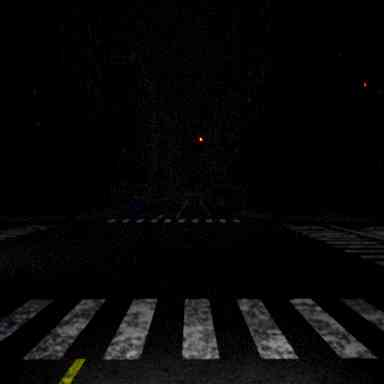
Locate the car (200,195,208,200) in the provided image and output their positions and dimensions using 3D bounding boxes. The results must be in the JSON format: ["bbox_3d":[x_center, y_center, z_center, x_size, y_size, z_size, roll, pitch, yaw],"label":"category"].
[{"bbox_3d":[3.206,1.525,90.180,1.947,1.339,4.313,0,0,0],"label":"car"}]

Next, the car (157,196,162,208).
[{"bbox_3d":[-5.593,1.552,44.873,1.947,1.339,4.313,0,0,0],"label":"car"}]

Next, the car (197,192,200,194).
[{"bbox_3d":[0.440,1.356,73.900,1.994,1.385,4.181,0,0,0],"label":"car"}]

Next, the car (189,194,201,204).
[{"bbox_3d":[0.381,1.542,63.862,1.994,1.385,4.181,0,0,0],"label":"car"}]

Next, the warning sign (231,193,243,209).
[{"bbox_3d":[5.301,1.103,39.467,1.300,1.860,1.060,0,0,0],"label":"warning sign"}]

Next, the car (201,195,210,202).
[{"bbox_3d":[3.137,1.408,78.841,1.967,1.590,4.097,0,0,0],"label":"car"}]

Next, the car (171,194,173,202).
[{"bbox_3d":[-5.456,1.542,67.546,1.947,1.339,4.313,0,0,0],"label":"car"}]

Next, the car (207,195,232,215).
[{"bbox_3d":[2.864,1.430,33.488,1.967,1.590,4.097,0,0,0],"label":"car"}]

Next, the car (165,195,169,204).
[{"bbox_3d":[-5.525,1.548,56.210,1.947,1.339,4.313,0,0,0],"label":"car"}]

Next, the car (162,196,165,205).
[{"bbox_3d":[-5.559,1.566,50.542,1.802,1.307,4.206,0,0,0],"label":"car"}]

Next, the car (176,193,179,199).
[{"bbox_3d":[-5.320,1.274,90.219,2.192,1.841,5.009,0,0,0],"label":"car"}]

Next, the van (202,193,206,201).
[{"bbox_3d":[3.000,1.323,56.164,1.690,1.788,3.998,0,0,0],"label":"van"}]

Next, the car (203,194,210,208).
[{"bbox_3d":[2.932,1.427,44.826,1.967,1.590,4.097,0,0,0],"label":"car"}]

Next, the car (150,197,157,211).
[{"bbox_3d":[-5.627,1.428,39.205,1.967,1.590,4.097,0,0,0],"label":"car"}]

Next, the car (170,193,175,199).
[{"bbox_3d":[-5.422,1.516,73.214,1.887,1.381,4.507,0,0,0],"label":"car"}]

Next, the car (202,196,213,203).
[{"bbox_3d":[3.069,1.527,67.503,2.008,1.369,4.403,0,0,0],"label":"car"}]

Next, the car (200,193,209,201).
[{"bbox_3d":[3.171,1.278,84.510,2.192,1.841,5.009,0,0,0],"label":"car"}]

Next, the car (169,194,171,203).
[{"bbox_3d":[-5.492,1.504,61.708,1.752,1.417,4.829,0,0,0],"label":"car"}]

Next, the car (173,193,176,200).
[{"bbox_3d":[-5.389,1.493,78.712,1.752,1.417,4.829,0,0,0],"label":"car"}]

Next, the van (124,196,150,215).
[{"bbox_3d":[-5.662,1.331,33.537,1.690,1.788,3.998,0,0,0],"label":"van"}]
